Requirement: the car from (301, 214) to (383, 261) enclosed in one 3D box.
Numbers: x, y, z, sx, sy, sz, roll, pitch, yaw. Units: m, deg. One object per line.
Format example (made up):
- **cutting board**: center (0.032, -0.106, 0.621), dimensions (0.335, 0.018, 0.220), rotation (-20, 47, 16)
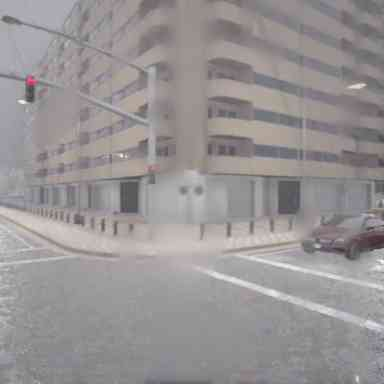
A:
- **car**: center (6.162, 1.573, 12.675), dimensions (4.674, 1.442, 1.812), rotation (0, 0, -35)
